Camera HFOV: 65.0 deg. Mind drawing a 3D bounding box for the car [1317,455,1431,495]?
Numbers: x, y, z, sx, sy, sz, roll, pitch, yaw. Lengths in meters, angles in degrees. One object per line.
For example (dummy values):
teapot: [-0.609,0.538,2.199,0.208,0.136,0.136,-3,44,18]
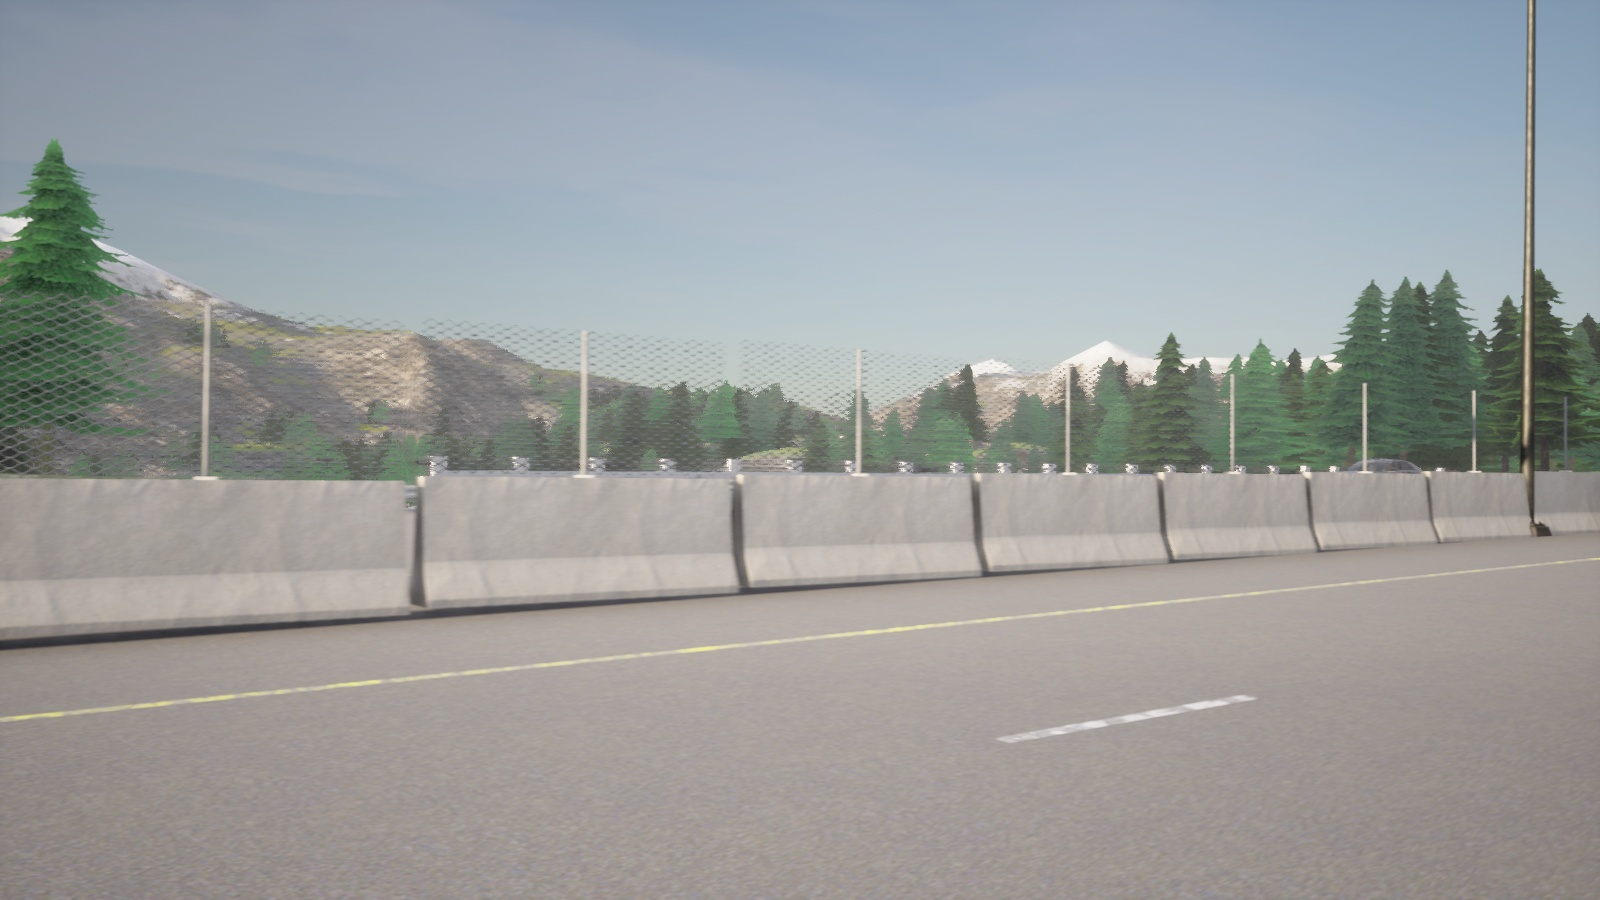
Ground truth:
car: [22.510,0.991,49.175,4.892,1.490,1.837,1,-1,-35]
